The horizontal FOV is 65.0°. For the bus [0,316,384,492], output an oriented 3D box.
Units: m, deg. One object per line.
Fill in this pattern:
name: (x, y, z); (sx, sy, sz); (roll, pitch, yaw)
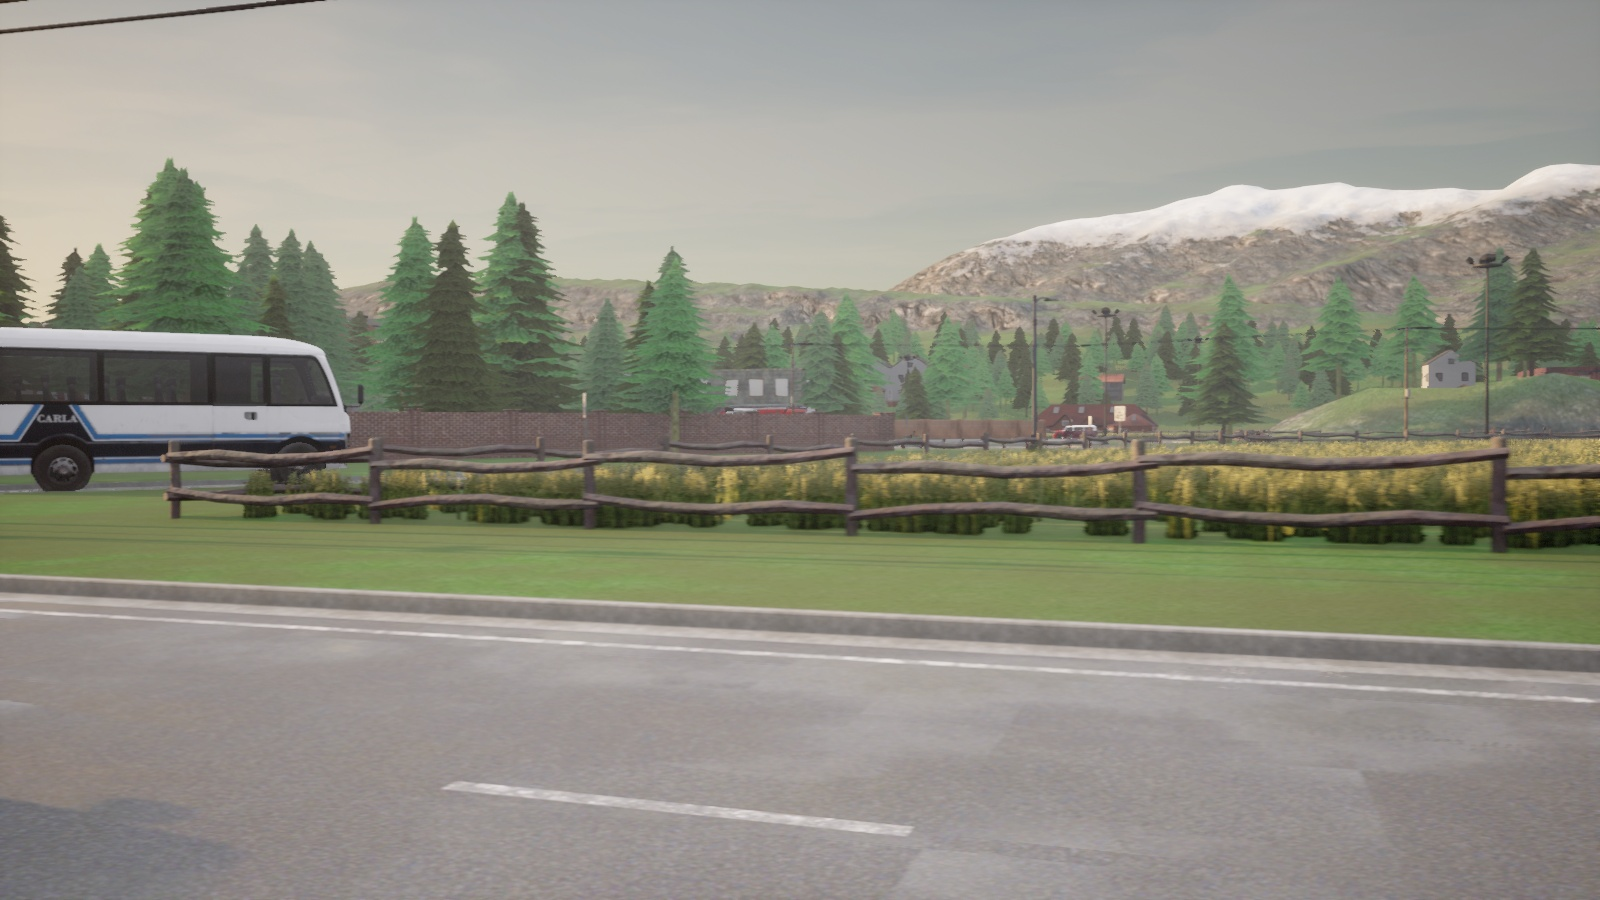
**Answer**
bus: (-17.072, -1.161, 34.171); (10.273, 4.253, 3.944); (0, 1, -33)
